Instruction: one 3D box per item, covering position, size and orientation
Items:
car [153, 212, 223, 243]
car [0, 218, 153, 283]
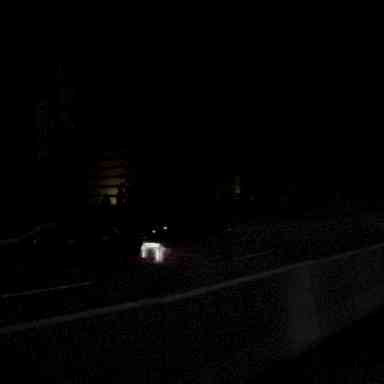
[{"bbox_3d":[-0.338,1.744,17.379,4.181,1.385,1.994,1,-1,-41],"label":"car"},{"bbox_3d":[-3.855,1.588,10.017,4.892,1.490,1.837,1,-1,-37],"label":"car"}]
